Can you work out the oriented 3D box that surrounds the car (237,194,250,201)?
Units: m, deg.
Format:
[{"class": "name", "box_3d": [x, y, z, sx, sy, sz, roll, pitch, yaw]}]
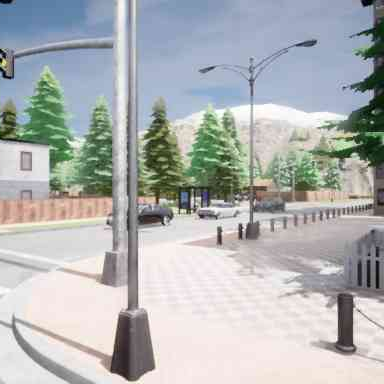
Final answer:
[{"class": "car", "box_3d": [13.006, 1.135, 77.953, 1.932, 1.855, 4.605, 0, 0, 36]}]

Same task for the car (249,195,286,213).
[{"class": "car", "box_3d": [8.606, 1.333, 36.723, 2.097, 1.767, 4.553, 0, 0, 38]}]

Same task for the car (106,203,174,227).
[{"class": "car", "box_3d": [-3.209, 1.472, 21.227, 2.128, 1.511, 4.902, 0, 0, 37]}]

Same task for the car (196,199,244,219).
[{"class": "car", "box_3d": [2.412, 1.582, 28.616, 1.895, 1.301, 4.718, 0, 0, 37]}]

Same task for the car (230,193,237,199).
[{"class": "car", "box_3d": [10.741, 1.137, 79.113, 1.905, 1.878, 3.866, 0, 0, 36]}]
